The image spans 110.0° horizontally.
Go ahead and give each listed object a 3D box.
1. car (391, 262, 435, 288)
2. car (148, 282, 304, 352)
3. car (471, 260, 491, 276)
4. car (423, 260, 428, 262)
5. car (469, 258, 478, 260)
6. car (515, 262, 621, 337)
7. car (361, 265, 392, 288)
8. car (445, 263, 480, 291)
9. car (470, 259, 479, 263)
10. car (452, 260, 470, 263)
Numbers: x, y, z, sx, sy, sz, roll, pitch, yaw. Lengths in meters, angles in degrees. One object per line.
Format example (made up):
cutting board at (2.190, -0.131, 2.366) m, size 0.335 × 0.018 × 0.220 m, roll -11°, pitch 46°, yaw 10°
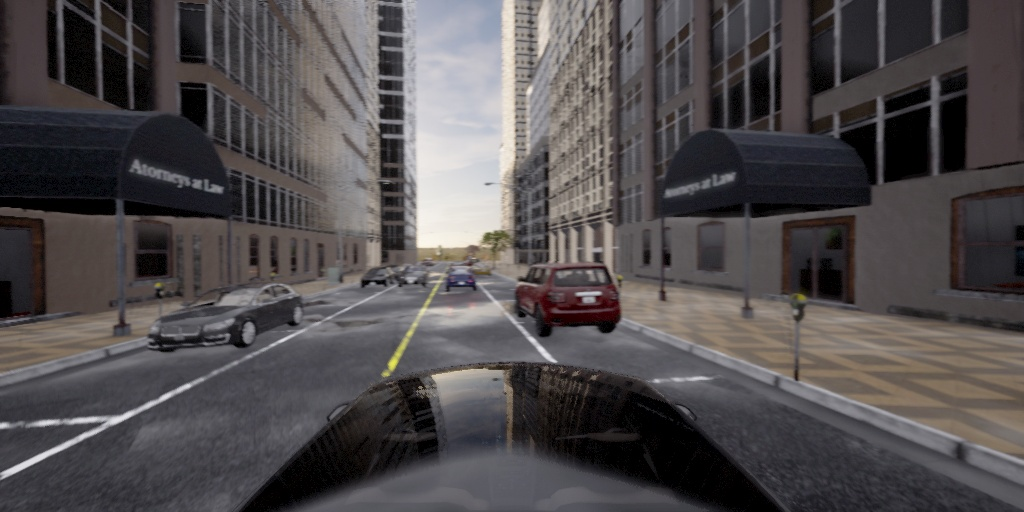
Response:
car at (-6.898, 1.383, 25.538) m, size 2.128 × 1.511 × 4.902 m, roll 0°, pitch 0°, yaw -9°
car at (-6.888, 1.384, 9.212) m, size 2.007 × 1.370 × 4.403 m, roll 0°, pitch 0°, yaw -9°
car at (-3.190, 1.428, 38.676) m, size 1.751 × 1.417 × 4.829 m, roll 0°, pitch 0°, yaw -9°
car at (-14.177, 1.610, 54.019) m, size 1.802 × 1.307 × 4.207 m, roll 0°, pitch 0°, yaw -9°
car at (-5.897, 1.285, 55.312) m, size 2.192 × 1.841 × 5.009 m, roll 0°, pitch 0°, yaw -9°
car at (1.393, 1.090, 10.502) m, size 2.192 × 1.841 × 5.009 m, roll 0°, pitch 0°, yaw -9°
car at (-9.622, 1.479, 26.015) m, size 1.948 × 1.339 × 4.313 m, roll 0°, pitch 0°, yaw -9°
car at (-3.255, 1.380, 22.869) m, size 1.812 × 1.442 × 4.674 m, roll 0°, pitch 0°, yaw -9°
car at (-4.101, 1.451, 44.277) m, size 1.751 × 1.417 × 4.829 m, roll 0°, pitch 0°, yaw -9°
car at (-6.558, 1.435, 43.210) m, size 2.128 × 1.511 × 4.902 m, roll 0°, pitch 0°, yaw -9°
